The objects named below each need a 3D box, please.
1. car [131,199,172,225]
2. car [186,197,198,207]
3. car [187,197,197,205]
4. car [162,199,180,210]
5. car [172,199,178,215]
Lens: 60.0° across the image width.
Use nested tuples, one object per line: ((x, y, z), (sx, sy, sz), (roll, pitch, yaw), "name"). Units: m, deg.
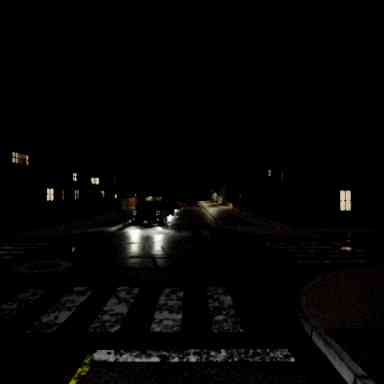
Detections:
((-2.964, 1.399, 24.104), (2.097, 1.767, 4.553), (0, 0, 3), "car")
((-0.025, 1.678, 56.218), (1.882, 1.535, 5.008), (0, 0, 0), "car")
((-0.029, 1.803, 66.636), (1.812, 1.442, 4.674), (0, 0, 0), "car")
((-2.862, 1.686, 46.357), (2.033, 1.411, 5.357), (0, 0, 0), "car")
((-2.854, 1.647, 34.722), (1.994, 1.385, 4.181), (0, 0, 0), "car")
